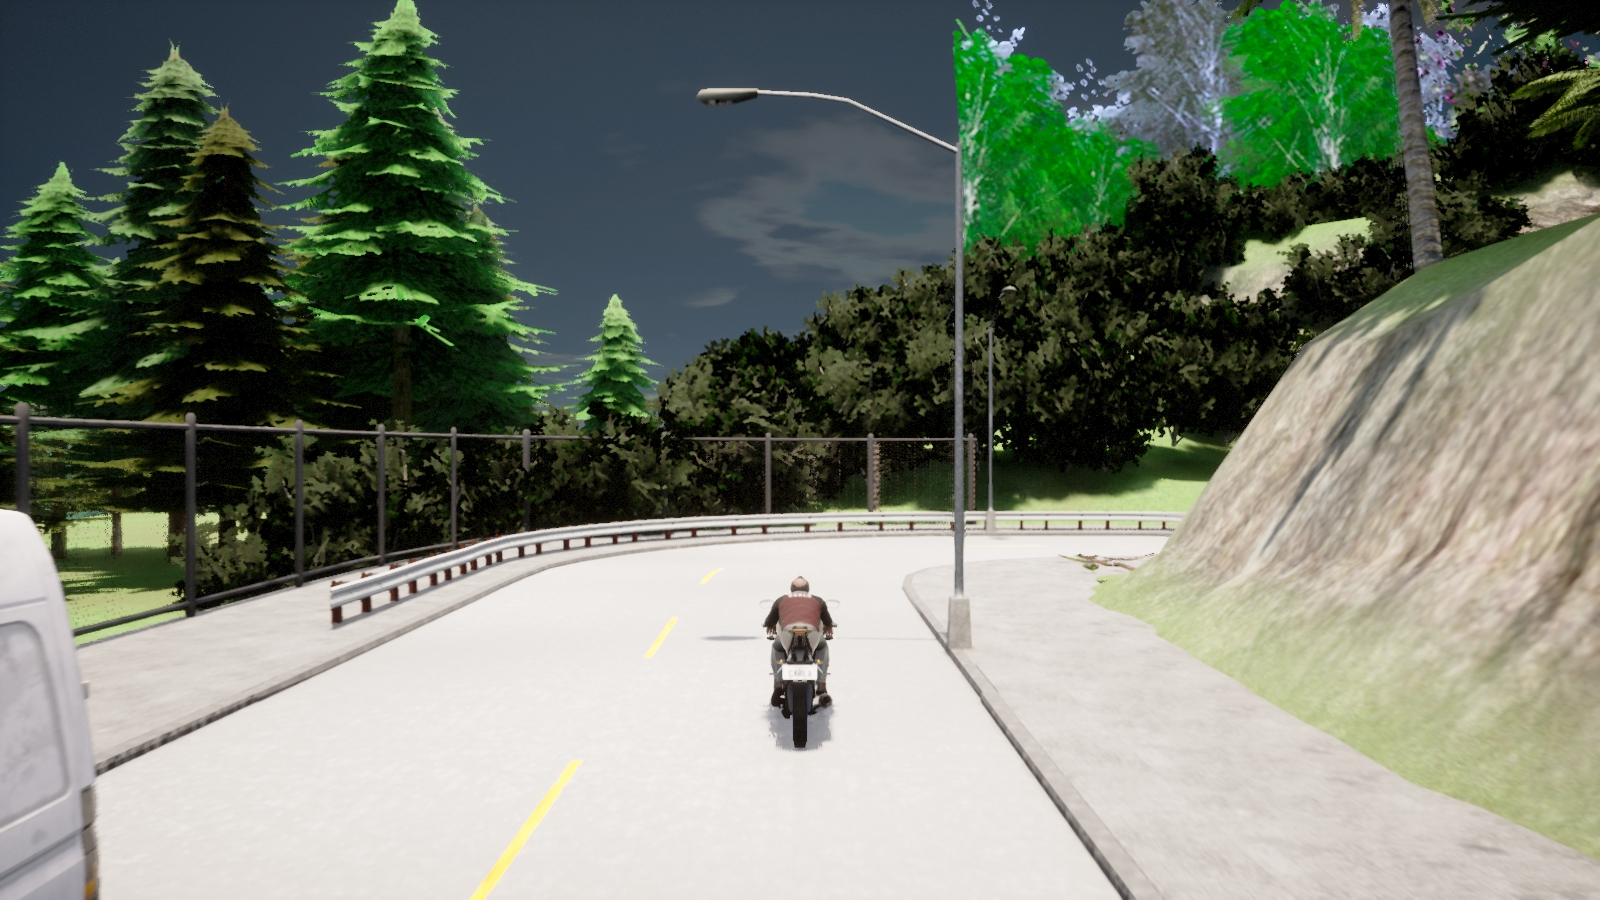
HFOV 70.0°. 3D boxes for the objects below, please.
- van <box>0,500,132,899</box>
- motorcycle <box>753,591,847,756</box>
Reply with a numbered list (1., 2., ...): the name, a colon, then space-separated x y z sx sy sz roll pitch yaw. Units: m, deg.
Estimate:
1. van: -4.004 1.532 2.186 1.988 2.561 5.915 0 1 0
2. motorcycle: -0.001 2.207 11.691 0.867 1.251 2.209 0 0 0
